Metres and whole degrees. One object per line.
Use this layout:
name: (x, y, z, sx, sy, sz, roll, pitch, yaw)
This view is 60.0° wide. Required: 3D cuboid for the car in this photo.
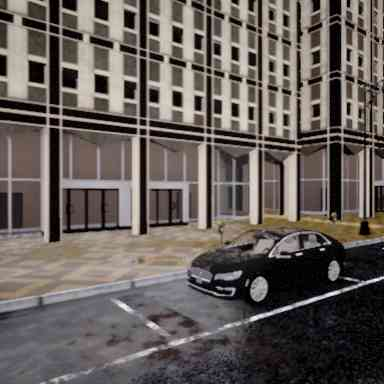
car: (1.928, 1.536, 7.933, 4.403, 1.369, 2.008, 0, 0, -35)
